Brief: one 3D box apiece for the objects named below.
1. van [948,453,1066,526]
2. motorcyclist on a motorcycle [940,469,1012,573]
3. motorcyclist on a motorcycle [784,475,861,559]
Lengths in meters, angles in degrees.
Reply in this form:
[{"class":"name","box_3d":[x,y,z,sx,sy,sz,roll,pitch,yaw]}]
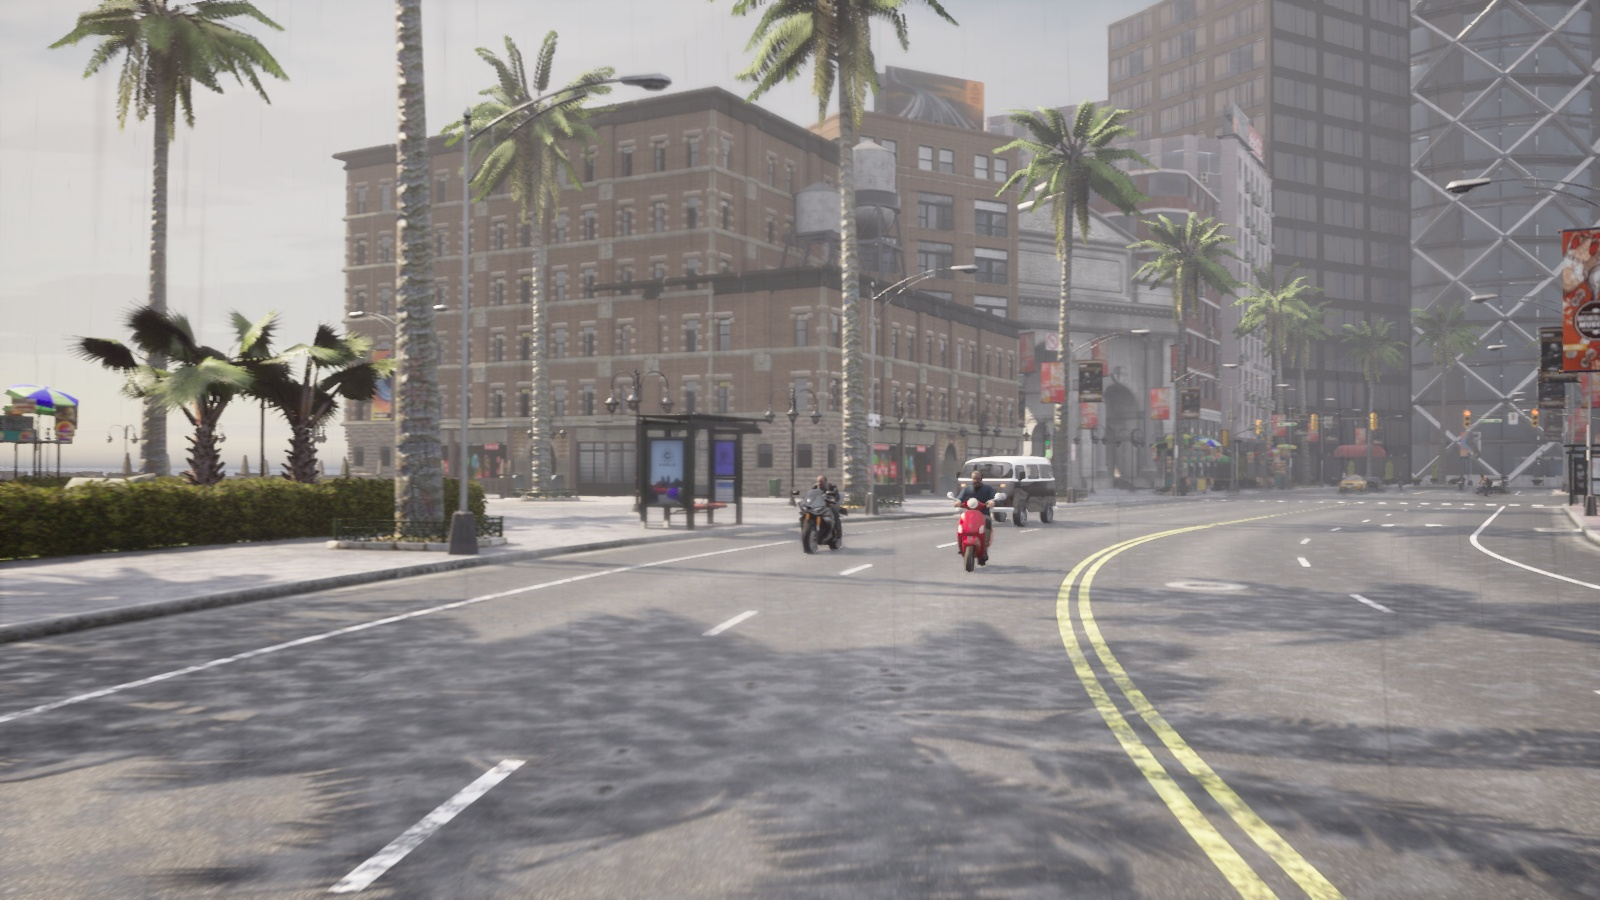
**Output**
[{"class":"van","box_3d":[6.232,1.144,37.370,2.069,2.038,4.480,-1,-1,29]},{"class":"motorcyclist on a motorcycle","box_3d":[2.842,1.096,20.127,0.866,1.590,1.817,0,-1,17]},{"class":"motorcyclist on a motorcycle","box_3d":[0.467,1.256,24.367,0.866,1.530,2.191,0,-1,19]}]
